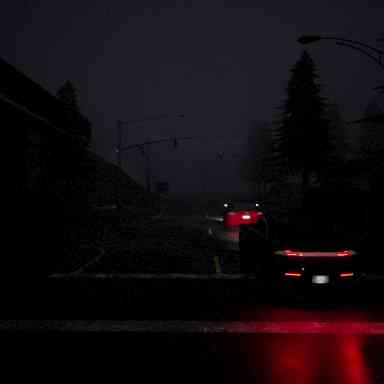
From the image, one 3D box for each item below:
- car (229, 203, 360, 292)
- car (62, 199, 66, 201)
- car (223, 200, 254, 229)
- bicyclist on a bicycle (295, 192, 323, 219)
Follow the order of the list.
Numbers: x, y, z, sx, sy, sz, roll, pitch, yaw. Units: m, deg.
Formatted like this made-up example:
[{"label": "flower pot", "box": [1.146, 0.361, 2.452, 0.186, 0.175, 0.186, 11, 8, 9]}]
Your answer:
[{"label": "car", "box": [2.298, 1.247, 8.248, 2.128, 1.511, 4.902, 0, 2, 1]}, {"label": "car", "box": [-15.104, 1.016, 35.012, 4.181, 1.385, 1.994, 0, 1, 2]}, {"label": "car", "box": [2.739, 1.137, 18.194, 1.994, 1.385, 4.181, -1, 2, 3]}, {"label": "bicyclist on a bicycle", "box": [6.590, 0.852, 18.778, 1.656, 1.620, 0.582, 0, 1, 2]}]
